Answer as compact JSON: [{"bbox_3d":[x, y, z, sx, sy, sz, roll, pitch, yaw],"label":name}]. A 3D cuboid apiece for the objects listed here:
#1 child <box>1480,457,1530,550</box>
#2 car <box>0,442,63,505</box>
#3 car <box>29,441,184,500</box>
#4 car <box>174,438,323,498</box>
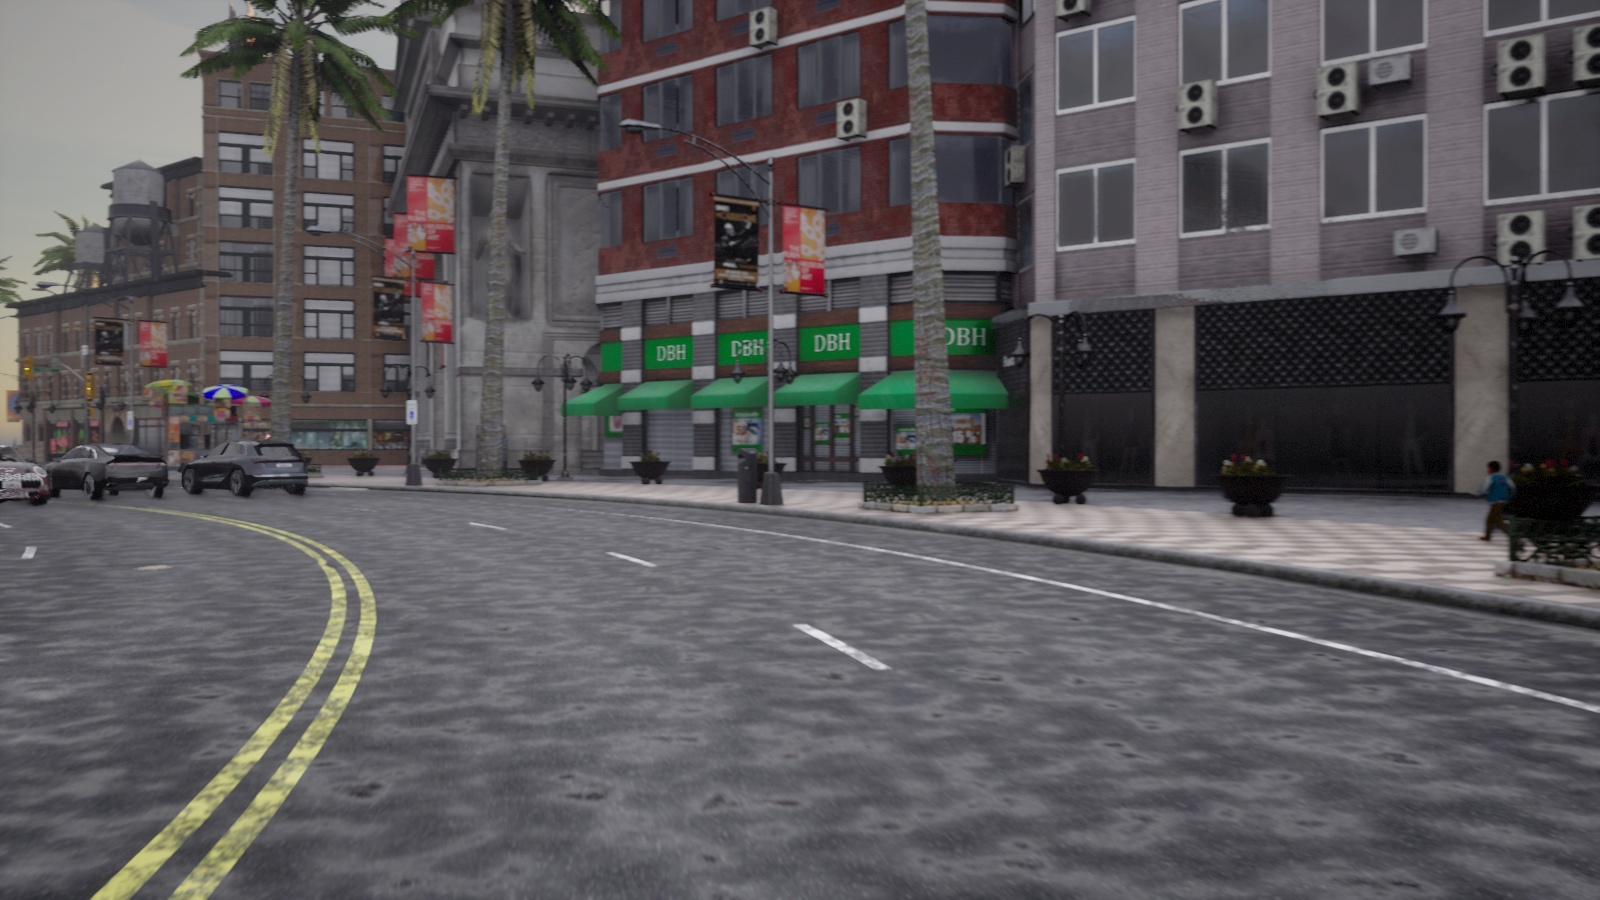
[{"bbox_3d":[9.139,0.684,16.293,0.343,1.192,0.448,0,0,-26],"label":"child"},{"bbox_3d":[-19.849,0.544,30.747,3.806,1.475,1.970,0,0,41],"label":"car"},{"bbox_3d":[-19.212,0.511,34.722,4.902,1.511,2.128,0,0,40],"label":"car"},{"bbox_3d":[-16.207,0.471,36.786,4.856,1.649,2.033,0,0,40],"label":"car"}]
